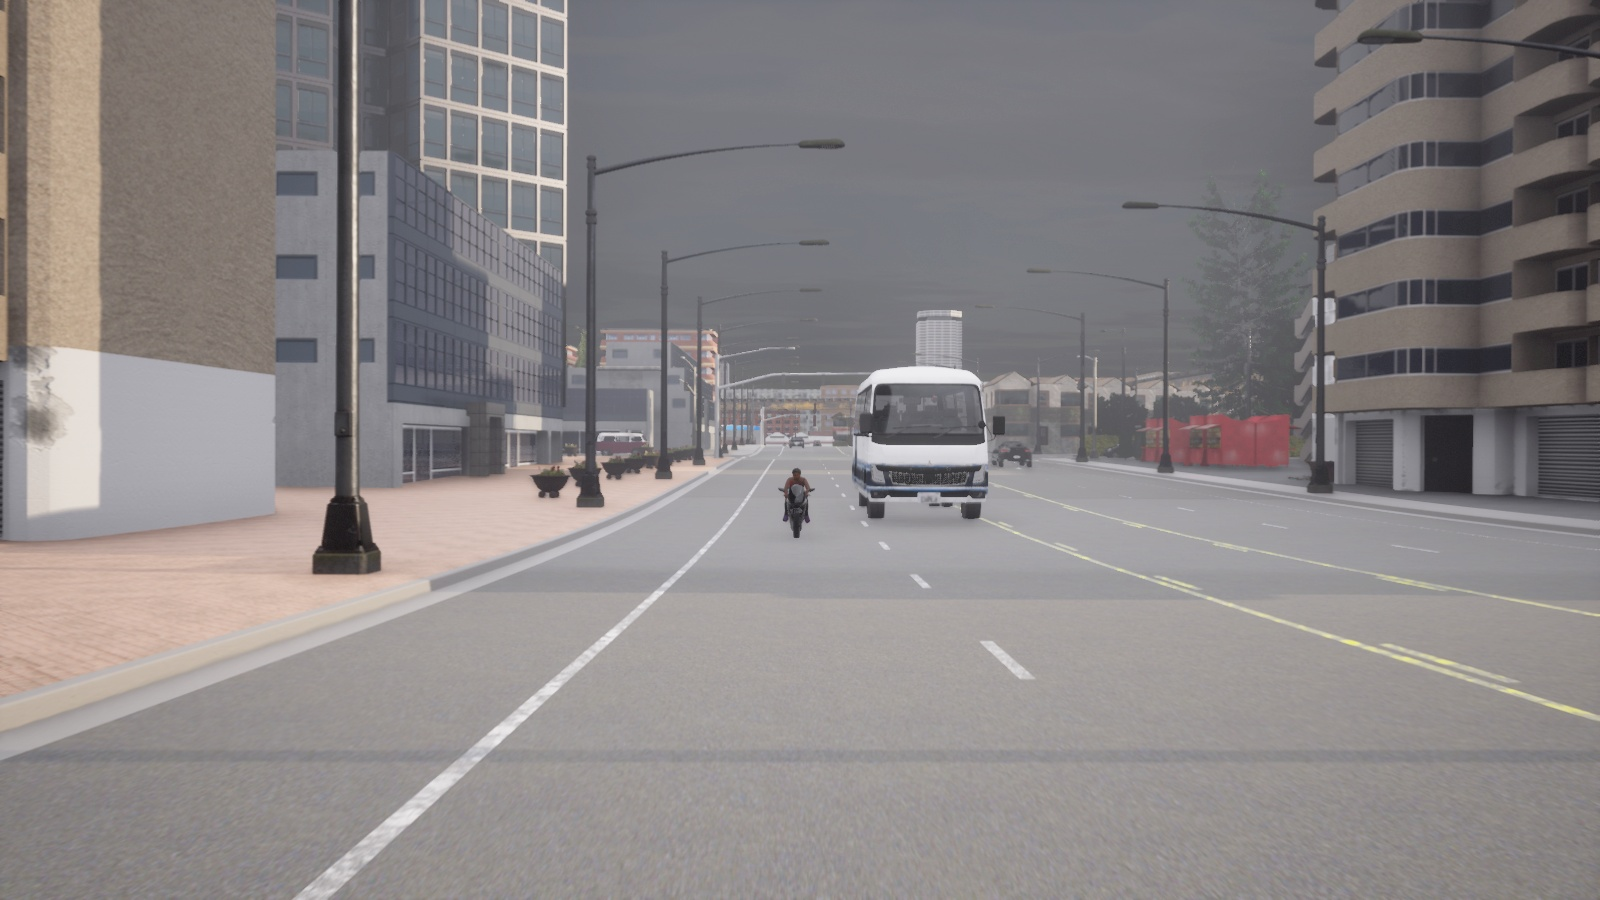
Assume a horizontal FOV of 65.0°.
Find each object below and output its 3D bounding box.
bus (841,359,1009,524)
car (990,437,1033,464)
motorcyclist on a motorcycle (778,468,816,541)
[{"bbox_3d":[3.404,-0.275,37.607,3.944,4.253,10.273,0,1,0],"label":"bus"},{"bbox_3d":[13.798,-0.005,82.167,2.152,1.651,5.027,0,1,2],"label":"car"},{"bbox_3d":[-0.066,1.163,27.732,0.797,1.523,2.044,0,0,0],"label":"motorcyclist on a motorcycle"}]
